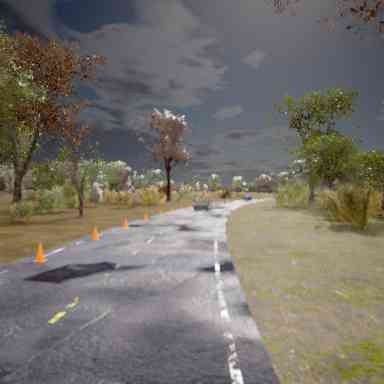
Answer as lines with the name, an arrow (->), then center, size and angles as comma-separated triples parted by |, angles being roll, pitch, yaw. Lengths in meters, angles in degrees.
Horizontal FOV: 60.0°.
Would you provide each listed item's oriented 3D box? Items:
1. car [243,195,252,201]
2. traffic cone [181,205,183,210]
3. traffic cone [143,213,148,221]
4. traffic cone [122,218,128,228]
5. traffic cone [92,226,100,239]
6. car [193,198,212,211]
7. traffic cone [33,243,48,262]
car -> 14.677, 1.457, 87.997 | 1.882, 1.535, 5.008 | 0, 0, 18
traffic cone -> -1.278, 1.932, 40.901 | 0.340, 0.580, 0.340 | 0, 0, 11
traffic cone -> -3.606, 1.935, 25.900 | 0.340, 0.580, 0.340 | 0, 0, 7
traffic cone -> -4.156, 1.936, 20.869 | 0.340, 0.580, 0.340 | 0, 0, 6
traffic cone -> -4.591, 1.938, 15.827 | 0.340, 0.580, 0.340 | 0, 0, 4
car -> 1.365, 1.488, 41.158 | 1.837, 1.490, 4.892 | 0, 0, 11
traffic cone -> -4.912, 1.940, 10.776 | 0.340, 0.580, 0.340 | 0, 0, 3
